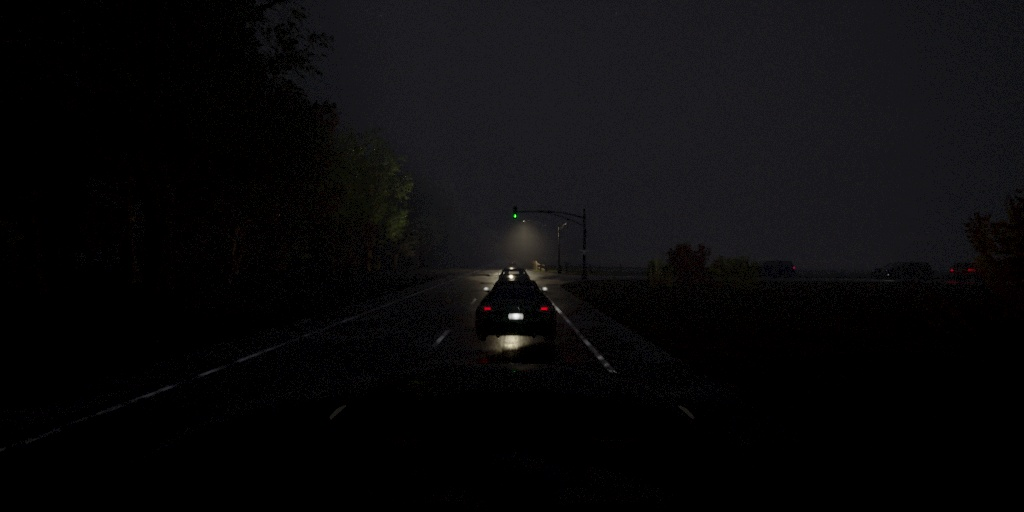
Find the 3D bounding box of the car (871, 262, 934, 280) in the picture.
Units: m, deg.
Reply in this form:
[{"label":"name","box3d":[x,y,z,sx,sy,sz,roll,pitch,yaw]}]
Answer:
[{"label":"car","box3d":[43.884,1.667,40.357,5.566,2.045,2.150,1,-1,0]}]

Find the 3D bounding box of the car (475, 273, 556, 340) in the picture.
[{"label":"car","box3d":[0.100,1.350,10.161,1.994,1.385,4.181,0,0,0]}]

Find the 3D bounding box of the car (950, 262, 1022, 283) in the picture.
[{"label":"car","box3d":[48.563,1.642,36.750,5.566,2.045,2.150,1,-1,0]}]

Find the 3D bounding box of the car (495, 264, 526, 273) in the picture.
[{"label":"car","box3d":[0.108,1.380,20.724,2.033,1.411,5.357,0,0,0]}]

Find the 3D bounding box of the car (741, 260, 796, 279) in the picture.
[{"label":"car","box3d":[28.744,1.500,40.447,5.566,2.045,2.150,1,-1,1]}]

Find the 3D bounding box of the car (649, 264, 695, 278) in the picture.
[{"label":"car","box3d":[18.017,1.654,40.516,4.902,1.511,2.128,1,-1,1]}]
